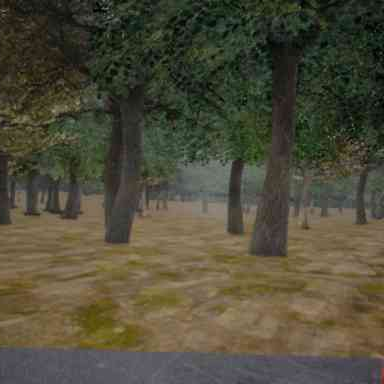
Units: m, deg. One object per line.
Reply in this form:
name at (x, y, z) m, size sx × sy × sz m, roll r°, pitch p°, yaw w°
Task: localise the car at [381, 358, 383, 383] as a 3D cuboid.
car at (4.115, 1.472, 2.653) m, size 4.553 × 1.767 × 2.097 m, roll 1°, pitch 0°, yaw 1°
